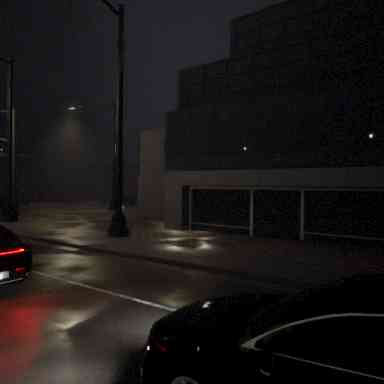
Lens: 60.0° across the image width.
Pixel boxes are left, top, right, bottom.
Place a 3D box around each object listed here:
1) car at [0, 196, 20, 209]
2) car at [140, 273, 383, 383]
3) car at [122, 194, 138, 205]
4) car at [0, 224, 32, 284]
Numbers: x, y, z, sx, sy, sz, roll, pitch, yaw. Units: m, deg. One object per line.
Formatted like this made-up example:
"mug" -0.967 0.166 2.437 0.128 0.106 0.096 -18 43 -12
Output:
"car" -18.794 1.096 31.696 1.994 1.385 4.181 1 1 36
"car" 1.701 1.502 2.782 4.892 1.490 1.837 -1 -1 36
"car" -8.370 1.092 45.997 1.837 1.490 4.892 1 1 36
"car" -5.826 1.415 8.121 4.892 1.490 1.837 1 0 35
